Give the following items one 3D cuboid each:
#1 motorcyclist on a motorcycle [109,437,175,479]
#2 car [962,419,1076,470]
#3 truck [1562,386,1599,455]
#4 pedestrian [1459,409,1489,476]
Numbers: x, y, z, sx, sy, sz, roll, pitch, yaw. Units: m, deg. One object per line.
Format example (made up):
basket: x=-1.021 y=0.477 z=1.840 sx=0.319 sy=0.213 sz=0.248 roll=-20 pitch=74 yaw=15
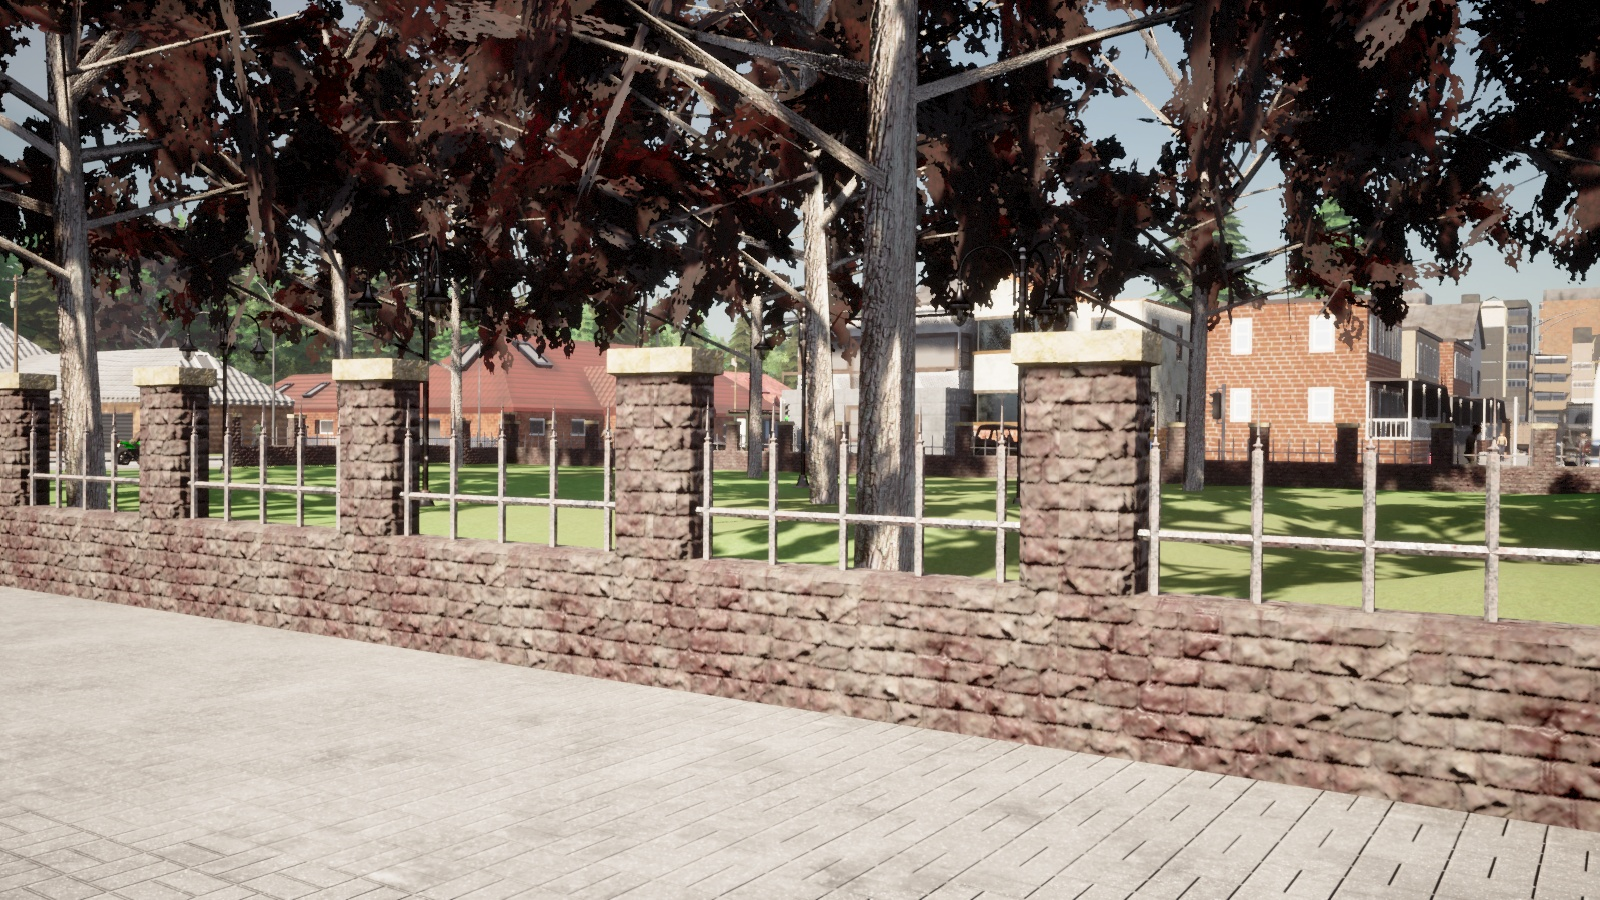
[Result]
motorcyclist on a motorcycle: x=-24.805 y=0.291 z=47.363 sx=0.797 sy=1.523 sz=2.044 roll=0 pitch=1 yaw=32
car: x=8.383 y=-0.206 z=48.138 sx=3.866 sy=1.878 sz=1.905 roll=0 pitch=1 yaw=32
truck: x=41.775 y=-1.527 z=65.758 sx=2.891 sy=3.462 sz=7.936 roll=0 pitch=1 yaw=34
pedestrian: x=18.733 y=-0.205 z=34.919 sx=0.703 sy=1.840 sz=0.431 roll=0 pitch=1 yaw=34
